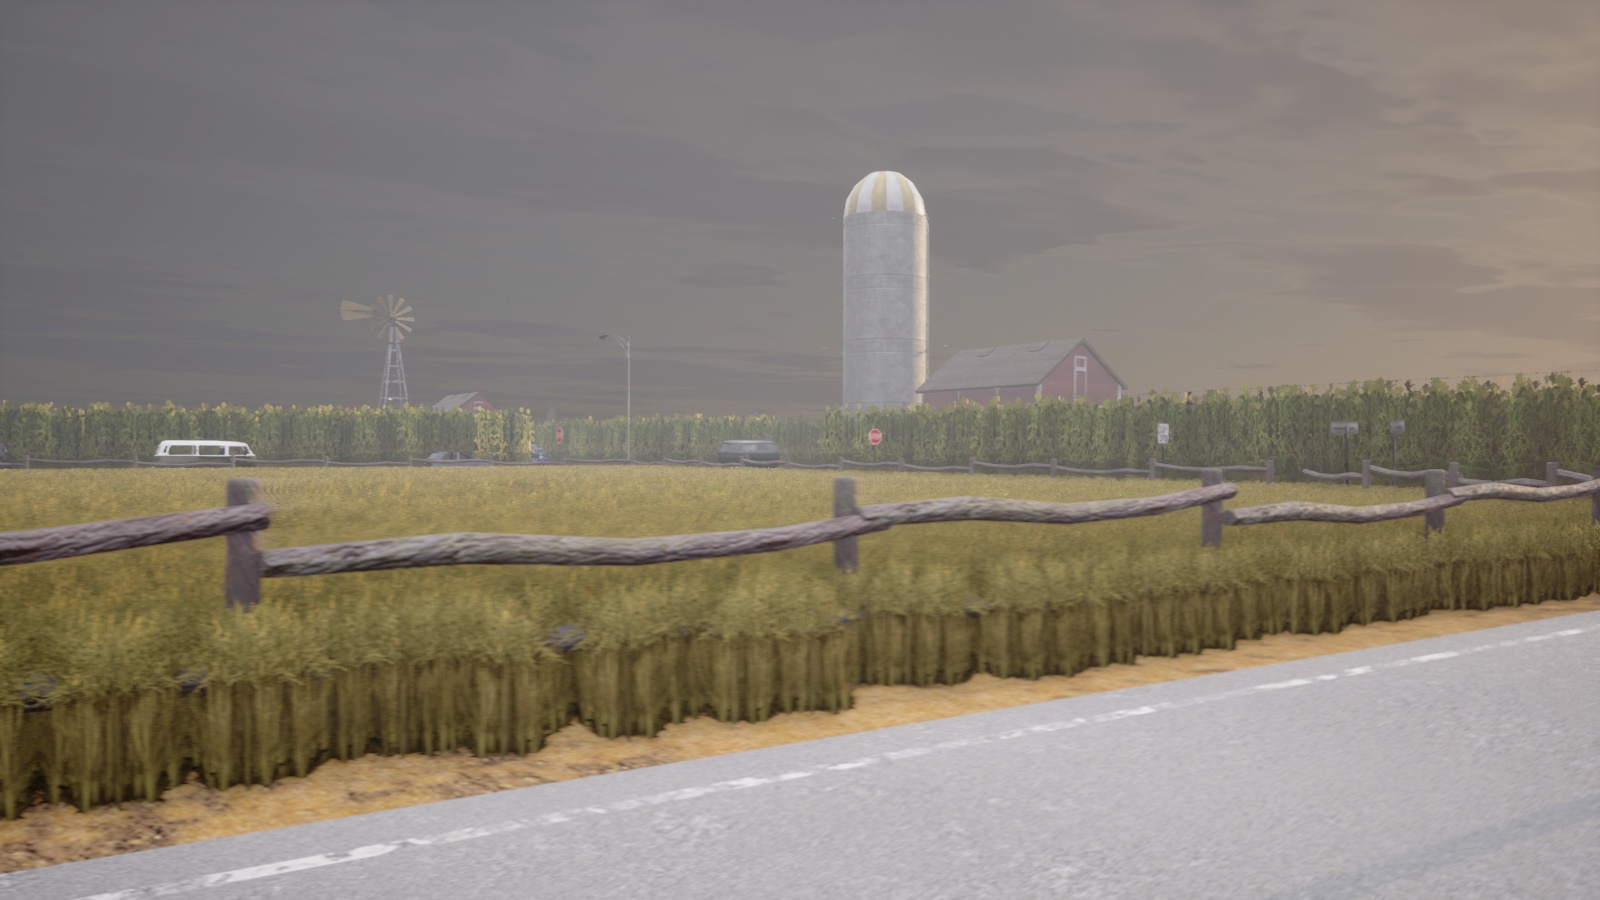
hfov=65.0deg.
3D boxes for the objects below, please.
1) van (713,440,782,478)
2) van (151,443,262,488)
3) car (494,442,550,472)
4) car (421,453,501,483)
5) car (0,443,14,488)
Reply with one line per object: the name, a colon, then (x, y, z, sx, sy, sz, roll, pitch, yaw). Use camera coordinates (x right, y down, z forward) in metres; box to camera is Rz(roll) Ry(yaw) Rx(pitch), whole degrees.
van: (-2.927, 0.450, 68.849, 1.775, 1.987, 4.442, 0, 0, -32)
van: (-27.826, 0.680, 58.952, 4.480, 2.038, 2.069, 0, 0, -33)
car: (-19.907, 0.456, 89.896, 2.150, 2.045, 5.566, 0, 0, -32)
car: (-17.660, 0.900, 65.442, 3.633, 1.501, 1.845, -1, 0, -33)
car: (-38.297, 0.703, 55.944, 5.566, 2.045, 2.150, 0, 0, -32)
